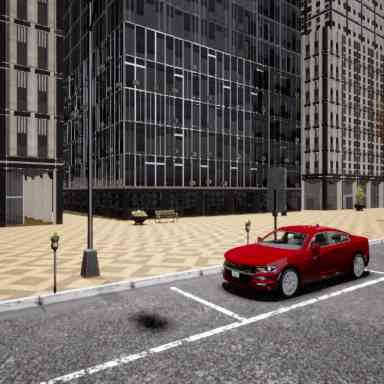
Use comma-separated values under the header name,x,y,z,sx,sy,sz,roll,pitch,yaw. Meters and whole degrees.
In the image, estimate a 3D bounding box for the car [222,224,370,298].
name,x,y,z,sx,sy,sz,roll,pitch,yaw
car,2.774,1.545,8.528,4.507,1.381,1.887,0,0,-35
